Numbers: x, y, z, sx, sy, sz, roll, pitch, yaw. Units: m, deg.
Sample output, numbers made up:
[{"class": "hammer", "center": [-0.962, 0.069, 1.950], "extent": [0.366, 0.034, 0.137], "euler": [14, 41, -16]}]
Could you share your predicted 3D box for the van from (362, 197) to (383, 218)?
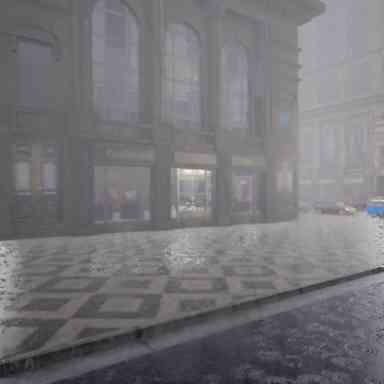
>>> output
[{"class": "van", "center": [18.241, 1.613, 30.519], "extent": [1.690, 1.788, 3.998], "euler": [0, 0, -35]}]

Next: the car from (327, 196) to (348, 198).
[{"class": "car", "center": [18.917, 1.502, 44.332], "extent": [2.192, 1.841, 5.009], "euler": [-1, 0, -35]}]

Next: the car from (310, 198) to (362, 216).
[{"class": "car", "center": [15.101, 1.704, 34.962], "extent": [1.967, 1.590, 4.097], "euler": [0, 0, -35]}]

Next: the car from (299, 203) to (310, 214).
[{"class": "car", "center": [11.962, 1.801, 39.406], "extent": [1.887, 1.381, 4.507], "euler": [0, 0, -35]}]
